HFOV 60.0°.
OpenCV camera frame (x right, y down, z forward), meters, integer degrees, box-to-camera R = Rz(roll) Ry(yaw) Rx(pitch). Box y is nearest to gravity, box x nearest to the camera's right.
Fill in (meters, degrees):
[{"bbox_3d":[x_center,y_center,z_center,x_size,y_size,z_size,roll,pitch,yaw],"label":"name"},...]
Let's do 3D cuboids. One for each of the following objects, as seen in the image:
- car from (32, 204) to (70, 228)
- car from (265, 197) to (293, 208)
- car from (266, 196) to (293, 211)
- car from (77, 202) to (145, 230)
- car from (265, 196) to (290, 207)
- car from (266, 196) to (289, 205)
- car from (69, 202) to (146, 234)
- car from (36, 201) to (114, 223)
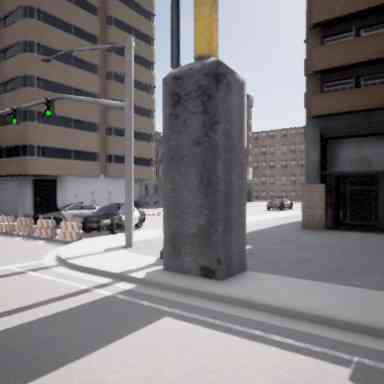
[{"bbox_3d":[-7.646,1.412,21.613,4.974,1.542,2.038,0,0,-30],"label":"car"},{"bbox_3d":[10.735,1.261,40.857,1.853,1.218,4.536,0,0,35],"label":"car"},{"bbox_3d":[10.705,1.419,40.815,2.038,1.542,4.974,0,0,35],"label":"car"},{"bbox_3d":[-4.423,1.263,18.997,1.853,1.218,4.536,0,0,15],"label":"car"},{"bbox_3d":[12.860,1.411,49.746,2.038,1.542,4.974,0,0,35],"label":"car"},{"bbox_3d":[12.890,1.254,49.788,1.853,1.218,4.536,0,0,35],"label":"car"},{"bbox_3d":[-4.437,1.421,18.947,2.038,1.542,4.974,0,0,15],"label":"car"},{"bbox_3d":[-7.601,1.254,21.639,4.536,1.218,1.853,0,0,-30],"label":"car"}]
